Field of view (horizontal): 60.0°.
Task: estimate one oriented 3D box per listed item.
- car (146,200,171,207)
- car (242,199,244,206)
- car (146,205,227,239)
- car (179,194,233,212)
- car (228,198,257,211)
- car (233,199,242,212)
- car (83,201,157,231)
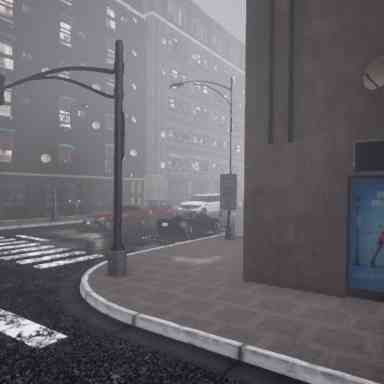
[{"bbox_3d":[-3.361,1.368,26.838,1.967,1.590,4.097,1,1,35],"label":"car"},{"bbox_3d":[6.968,1.294,37.278,2.097,1.767,4.553,1,1,35],"label":"car"},{"bbox_3d":[-0.112,1.602,17.743,1.947,1.339,4.313,1,1,35],"label":"car"},{"bbox_3d":[1.103,1.176,28.916,2.150,2.045,5.566,1,1,35],"label":"car"},{"bbox_3d":[6.250,1.489,40.573,1.802,1.307,4.206,1,1,35],"label":"car"},{"bbox_3d":[3.049,1.230,35.993,2.192,1.841,5.009,1,1,35],"label":"car"},{"bbox_3d":[-4.563,1.492,20.827,1.812,1.442,4.674,1,1,35],"label":"car"}]
